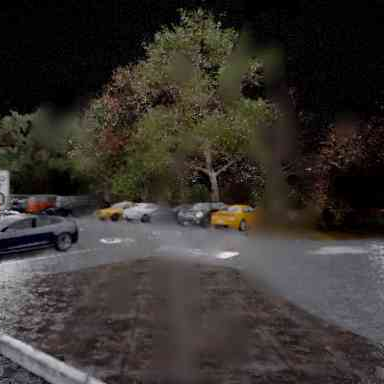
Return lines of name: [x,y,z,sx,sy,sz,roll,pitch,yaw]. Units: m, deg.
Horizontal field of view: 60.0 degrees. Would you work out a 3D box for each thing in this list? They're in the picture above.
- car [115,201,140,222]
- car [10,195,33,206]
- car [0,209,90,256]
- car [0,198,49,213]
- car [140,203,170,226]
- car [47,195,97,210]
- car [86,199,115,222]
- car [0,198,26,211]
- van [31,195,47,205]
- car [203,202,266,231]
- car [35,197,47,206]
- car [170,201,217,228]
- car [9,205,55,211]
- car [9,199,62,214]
car: [-3.474,1.606,26.522,2.002,1.452,4.674,0,0,36]
car: [-11.150,1.323,15.970,2.435,2.045,5.566,0,0,36]
car: [-6.692,1.627,12.662,2.163,1.488,4.792,0,0,36]
car: [-19.140,1.532,37.937,2.163,1.488,4.792,0,0,36]
car: [-1.248,1.608,24.873,2.163,1.488,4.792,0,0,36]
car: [-10.178,1.279,31.429,2.435,2.045,5.566,0,0,36]
car: [-5.823,1.551,28.002,1.946,1.575,5.366,0,0,36]
car: [-23.635,1.518,41.171,2.097,1.535,5.008,0,0,36]
van: [-14.710,1.283,34.828,1.878,1.987,4.442,0,0,36]
car: [3.150,1.601,21.710,2.097,1.535,5.008,0,0,36]
car: [-12.454,1.548,33.011,2.163,1.488,4.792,0,0,36]
car: [0.929,1.464,23.368,2.185,1.767,4.553,0,0,36]
car: [-8.918,1.586,14.321,2.097,1.535,5.008,0,0,36]
car: [-17.004,1.532,36.386,2.163,1.488,4.792,0,0,36]
